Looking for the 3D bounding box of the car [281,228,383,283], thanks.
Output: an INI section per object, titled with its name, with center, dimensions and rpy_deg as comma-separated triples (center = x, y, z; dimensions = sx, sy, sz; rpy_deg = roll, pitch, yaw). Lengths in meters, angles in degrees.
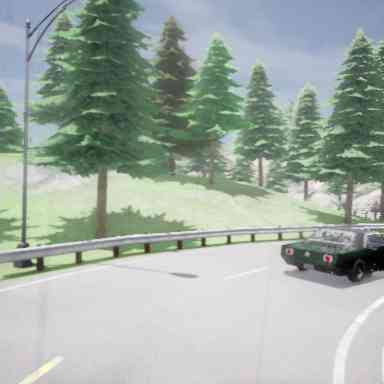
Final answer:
[car]
center = 4.974, 1.760, 10.185
dimensions = 4.718, 1.301, 1.895
rpy_deg = 1, -1, -35
